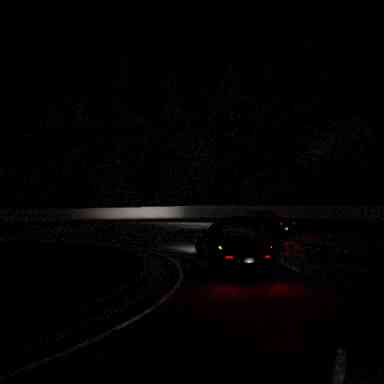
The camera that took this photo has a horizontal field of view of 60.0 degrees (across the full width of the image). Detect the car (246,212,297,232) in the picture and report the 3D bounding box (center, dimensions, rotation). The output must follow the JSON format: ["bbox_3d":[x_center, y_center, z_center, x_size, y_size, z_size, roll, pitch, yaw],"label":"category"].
[{"bbox_3d":[3.995,1.869,20.861,1.895,1.301,4.718,0,-1,-41],"label":"car"}]

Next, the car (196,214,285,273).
[{"bbox_3d":[1.320,1.683,11.171,1.812,1.442,4.674,0,-1,-5],"label":"car"}]
